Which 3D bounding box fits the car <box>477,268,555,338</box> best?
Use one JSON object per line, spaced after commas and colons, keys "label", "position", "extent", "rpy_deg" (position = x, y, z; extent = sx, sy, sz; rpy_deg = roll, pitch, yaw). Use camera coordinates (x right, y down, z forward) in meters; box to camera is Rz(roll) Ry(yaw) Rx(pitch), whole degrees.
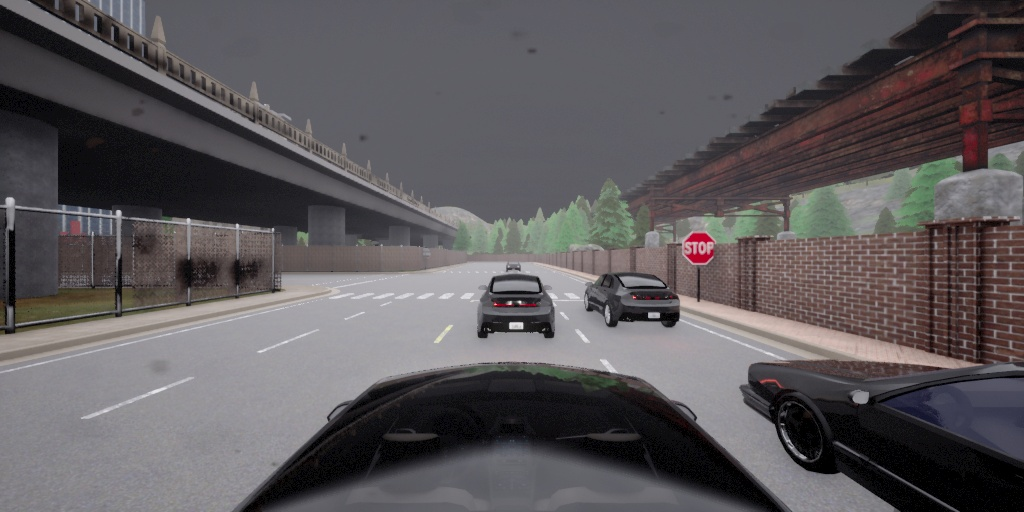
{"label": "car", "position": [0.096, 1.255, 10.126], "extent": [1.837, 1.490, 4.892], "rpy_deg": [0, 0, 0]}

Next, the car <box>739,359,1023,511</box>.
{"label": "car", "position": [3.600, 1.297, 1.741], "extent": [2.033, 1.411, 5.357], "rpy_deg": [0, 0, 0]}

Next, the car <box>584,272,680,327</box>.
{"label": "car", "position": [3.597, 1.255, 11.487], "extent": [1.837, 1.490, 4.892], "rpy_deg": [0, 0, 0]}

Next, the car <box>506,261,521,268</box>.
{"label": "car", "position": [0.168, 1.351, 46.378], "extent": [1.895, 1.301, 4.718], "rpy_deg": [0, 0, -1]}
